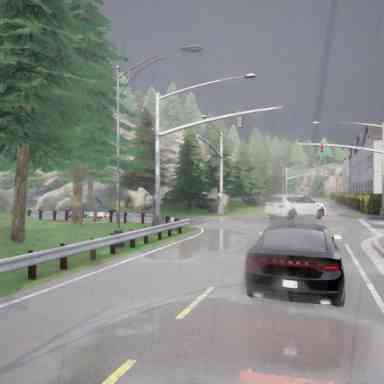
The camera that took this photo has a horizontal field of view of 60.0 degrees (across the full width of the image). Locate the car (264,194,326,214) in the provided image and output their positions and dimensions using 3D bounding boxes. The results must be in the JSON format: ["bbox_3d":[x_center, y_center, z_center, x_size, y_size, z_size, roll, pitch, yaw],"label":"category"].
[{"bbox_3d":[8.357,1.230,26.836,5.566,2.045,2.150,0,1,-31],"label":"car"}]

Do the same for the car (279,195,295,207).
[{"bbox_3d":[14.521,1.352,50.721,2.097,1.767,4.553,0,0,21],"label":"car"}]

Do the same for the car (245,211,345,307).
[{"bbox_3d":[2.603,1.478,8.205,1.882,1.535,5.008,0,0,20],"label":"car"}]

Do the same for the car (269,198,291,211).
[{"bbox_3d":[11.087,1.491,41.551,2.128,1.511,4.902,0,0,20],"label":"car"}]

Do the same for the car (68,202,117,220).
[{"bbox_3d":[-8.478,1.577,28.428,4.181,1.385,1.994,0,0,20],"label":"car"}]

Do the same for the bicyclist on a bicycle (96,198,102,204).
[{"bbox_3d":[-10.275,1.416,36.595,0.582,1.620,1.656,-2,5,20],"label":"bicyclist on a bicycle"}]
